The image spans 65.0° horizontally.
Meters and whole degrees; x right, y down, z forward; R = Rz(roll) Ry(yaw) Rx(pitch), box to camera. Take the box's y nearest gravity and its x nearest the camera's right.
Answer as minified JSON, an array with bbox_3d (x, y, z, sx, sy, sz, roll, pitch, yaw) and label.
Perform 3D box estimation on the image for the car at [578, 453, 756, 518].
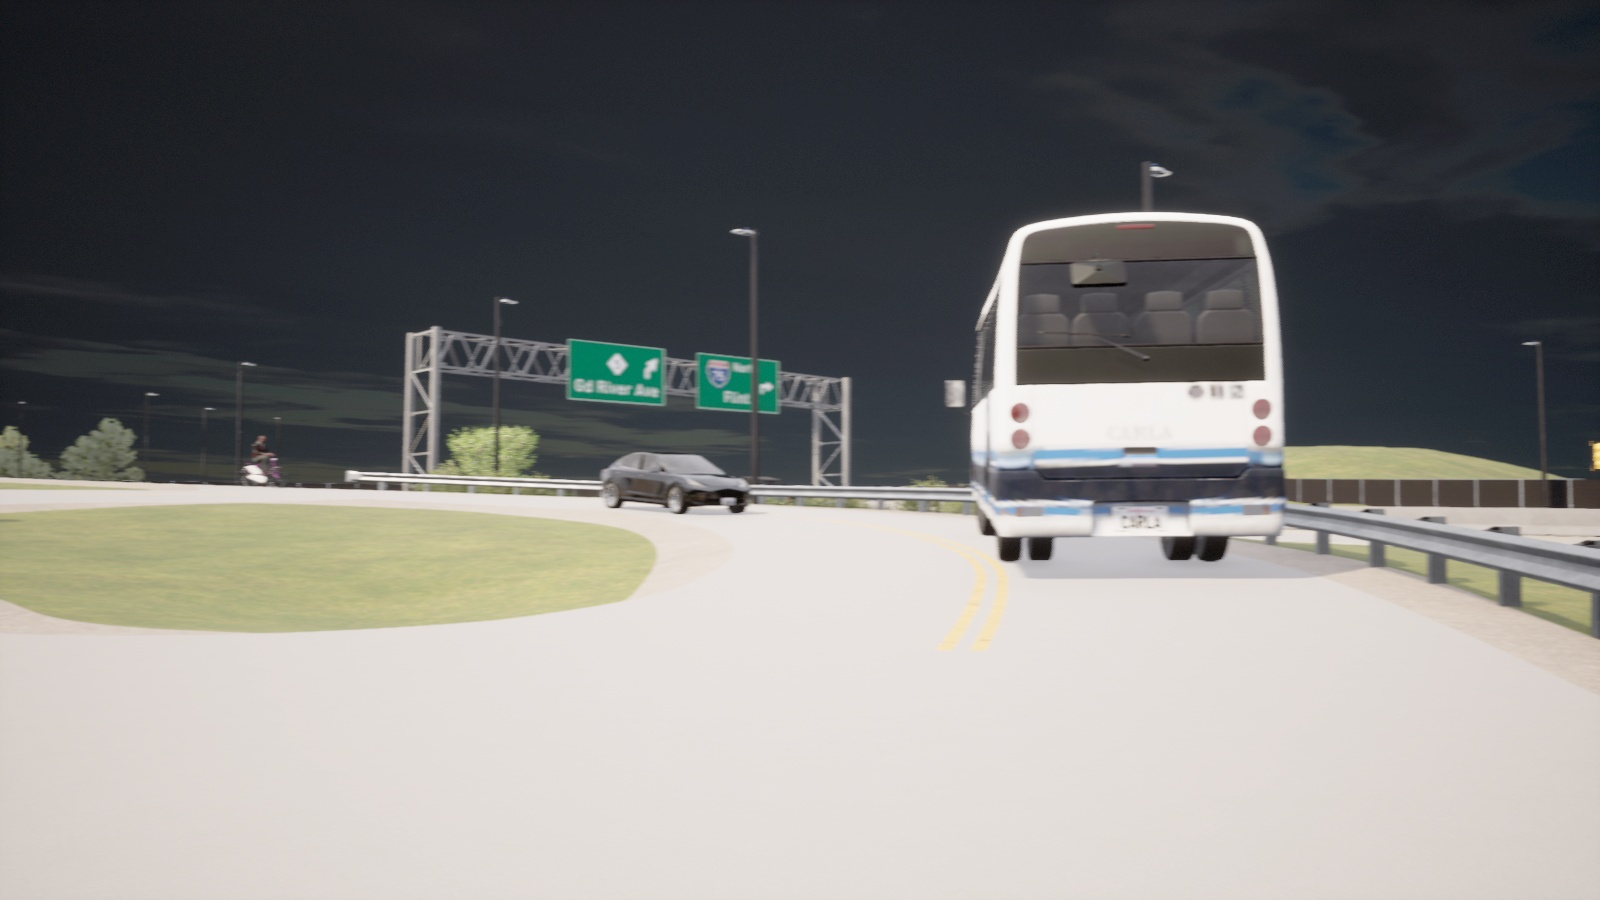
[{"bbox_3d":[-3.419,0.842,31.459,2.163,1.488,4.792,0,-1,-39],"label":"car"}]

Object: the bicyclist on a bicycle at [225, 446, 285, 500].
[{"bbox_3d":[-18.223,0.761,41.952,1.843,1.776,0.659,0,-2,19],"label":"bicyclist on a bicycle"}]

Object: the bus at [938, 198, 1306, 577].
[{"bbox_3d":[4.271,-0.713,19.684,3.944,4.253,10.273,-2,0,6],"label":"bus"}]

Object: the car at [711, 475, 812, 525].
[{"bbox_3d":[-1.547,1.982,49.431,1.905,1.878,3.866,2,-3,-43],"label":"car"}]
